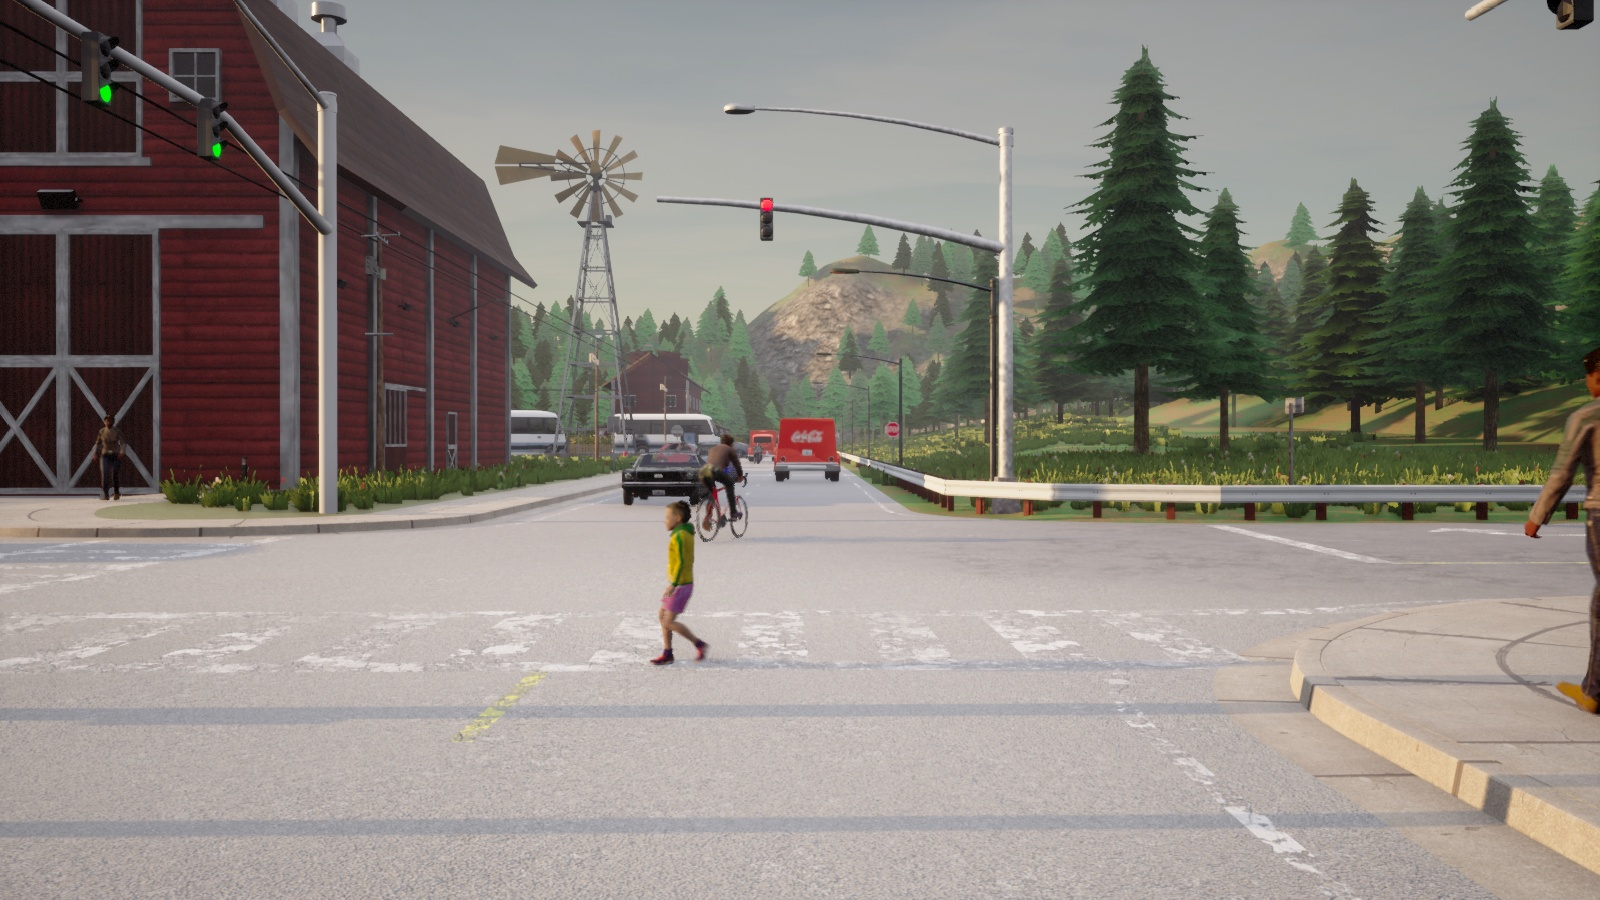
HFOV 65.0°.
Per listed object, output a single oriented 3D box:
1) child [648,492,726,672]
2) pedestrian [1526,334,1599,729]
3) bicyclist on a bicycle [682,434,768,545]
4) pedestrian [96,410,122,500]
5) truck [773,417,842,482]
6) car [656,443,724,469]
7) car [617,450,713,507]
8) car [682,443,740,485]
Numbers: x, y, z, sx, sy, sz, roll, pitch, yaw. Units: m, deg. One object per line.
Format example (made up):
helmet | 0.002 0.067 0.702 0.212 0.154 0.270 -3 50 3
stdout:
child | -0.747 0.865 8.353 0.473 1.160 0.299 0 0 3
pedestrian | 3.815 0.372 5.829 0.328 1.805 0.869 0 0 -5
bicyclist on a bicycle | -1.129 0.582 19.237 0.582 1.620 1.656 -1 -1 25
pedestrian | -14.236 0.100 25.872 0.328 1.805 0.869 0 0 -19
truck | 0.294 -0.024 50.390 2.627 2.467 5.204 0 0 0
car | -6.539 0.334 74.657 3.633 1.501 1.845 0 0 25
car | -3.310 0.665 31.709 1.895 1.301 4.718 0 0 0
car | -3.230 0.497 46.200 1.816 1.474 4.193 0 0 0
